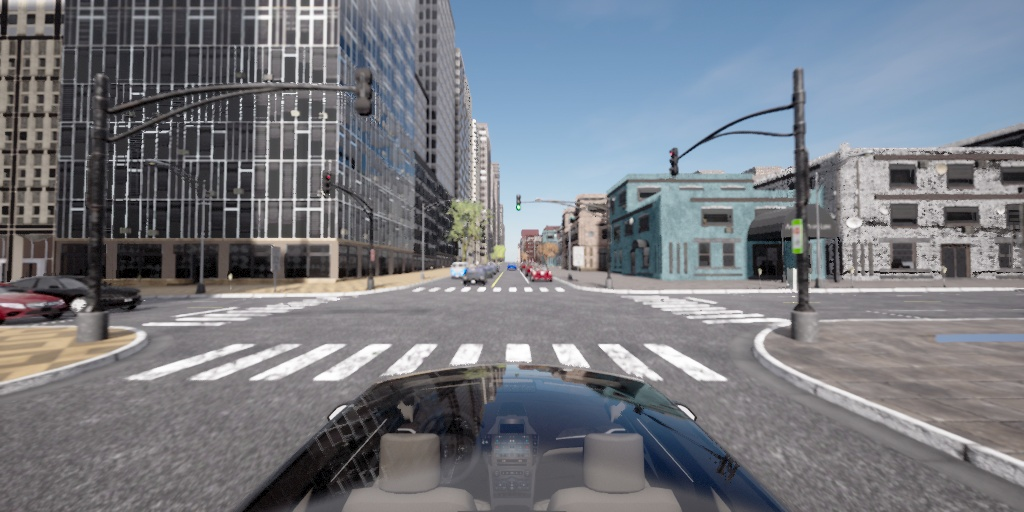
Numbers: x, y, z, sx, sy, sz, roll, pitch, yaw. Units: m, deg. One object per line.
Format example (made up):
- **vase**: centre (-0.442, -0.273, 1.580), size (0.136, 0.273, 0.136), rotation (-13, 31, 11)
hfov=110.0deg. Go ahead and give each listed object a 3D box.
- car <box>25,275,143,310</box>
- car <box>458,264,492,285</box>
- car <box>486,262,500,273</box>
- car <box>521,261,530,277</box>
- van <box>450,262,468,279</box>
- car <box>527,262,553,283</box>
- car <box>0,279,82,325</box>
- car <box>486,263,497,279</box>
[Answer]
- **car**: centre (-17.895, 1.521, 14.435), size (5.008, 1.535, 1.882), rotation (-1, -2, 0)
- **car**: centre (-3.089, 1.674, 30.853), size (2.033, 1.411, 5.357), rotation (0, -1, -1)
- **car**: centre (-3.103, 1.920, 49.999), size (2.033, 1.411, 5.357), rotation (0, -1, 0)
- **car**: centre (2.685, 1.623, 45.003), size (2.192, 1.841, 5.009), rotation (0, 0, 0)
- **van**: centre (-5.696, 1.576, 39.290), size (1.690, 1.789, 3.998), rotation (0, 0, 0)
- **car**: centre (2.686, 1.603, 33.656), size (1.967, 1.591, 4.097), rotation (0, 0, 0)
- **car**: centre (-17.420, 1.541, 11.814), size (4.207, 1.307, 1.802), rotation (0, 0, 1)
- **car**: centre (-3.105, 1.810, 40.156), size (1.994, 1.385, 4.181), rotation (0, -1, 0)
